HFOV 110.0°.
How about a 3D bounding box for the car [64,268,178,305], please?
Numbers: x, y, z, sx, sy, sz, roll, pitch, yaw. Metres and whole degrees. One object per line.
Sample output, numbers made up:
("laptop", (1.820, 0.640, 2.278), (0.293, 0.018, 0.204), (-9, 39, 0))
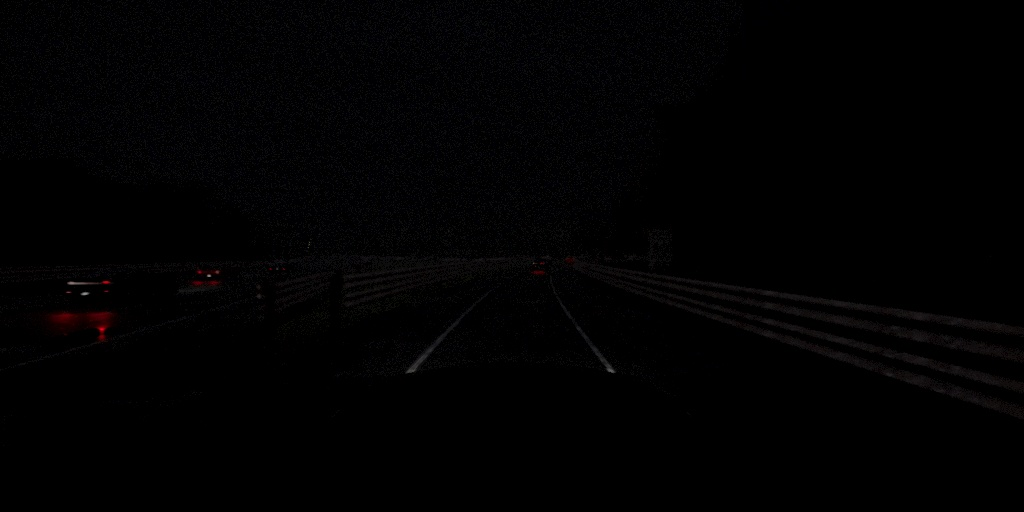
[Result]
("car", (-17.790, 1.300, 16.653), (2.128, 1.511, 4.902), (0, 0, -18))

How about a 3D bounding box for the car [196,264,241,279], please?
("car", (-26.917, 1.430, 33.114), (1.895, 1.301, 4.718), (0, 0, -19))

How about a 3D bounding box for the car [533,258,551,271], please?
("car", (3.815, 1.031, 45.370), (1.837, 1.490, 4.892), (1, 1, 14))

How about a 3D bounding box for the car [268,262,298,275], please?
("car", (-25.763, 1.410, 40.454), (2.033, 1.411, 5.357), (0, 0, -19))
